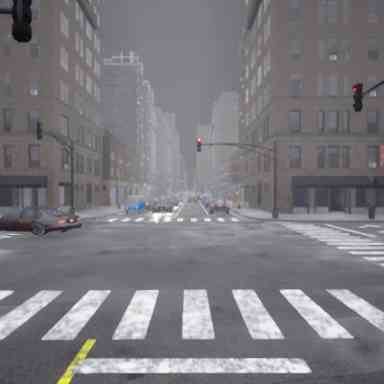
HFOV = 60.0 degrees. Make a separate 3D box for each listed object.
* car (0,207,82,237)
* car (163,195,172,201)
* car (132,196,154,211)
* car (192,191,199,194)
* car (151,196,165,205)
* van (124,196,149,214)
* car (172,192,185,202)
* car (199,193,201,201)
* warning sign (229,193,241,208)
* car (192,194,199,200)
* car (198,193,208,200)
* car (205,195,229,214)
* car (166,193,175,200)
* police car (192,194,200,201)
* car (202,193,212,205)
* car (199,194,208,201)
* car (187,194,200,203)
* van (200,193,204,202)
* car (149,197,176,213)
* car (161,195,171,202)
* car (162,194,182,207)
[{"bbox_3d":[-8.568,1.498,17.601,5.357,1.411,2.033,0,0,15],"label":"car"},{"bbox_3d":[-5.749,1.344,79.274,1.752,1.417,4.829,0,0,0],"label":"car"},{"bbox_3d":[-5.806,1.353,39.766,1.967,1.590,4.097,0,0,0],"label":"car"},{"bbox_3d":[0.102,1.126,73.655,1.882,1.535,5.008,0,0,0],"label":"car"},{"bbox_3d":[-5.782,1.441,56.771,1.947,1.339,4.313,0,0,0],"label":"car"},{"bbox_3d":[-5.815,1.266,34.098,1.690,1.788,3.998,0,0,0],"label":"van"},{"bbox_3d":[-2.906,1.361,68.660,2.128,1.511,4.902,0,0,0],"label":"car"},{"bbox_3d":[2.753,1.387,62.603,1.752,1.417,4.829,0,0,0],"label":"car"},{"bbox_3d":[5.121,1.028,40.077,1.300,1.860,1.060,0,0,0],"label":"warning sign"},{"bbox_3d":[0.912,1.246,90.275,1.801,1.575,5.366,0,0,0],"label":"car"},{"bbox_3d":[2.785,1.118,85.110,2.192,1.841,5.009,0,0,0],"label":"car"},{"bbox_3d":[2.711,1.365,34.088,1.967,1.590,4.097,0,0,0],"label":"car"},{"bbox_3d":[-5.732,1.103,90.780,2.192,1.841,5.009,0,0,0],"label":"car"},{"bbox_3d":[0.908,1.242,80.180,1.930,1.638,5.238,0,0,-1],"label":"police car"},{"bbox_3d":[2.727,1.341,45.426,1.967,1.590,4.097,0,0,0],"label":"car"},{"bbox_3d":[2.777,1.259,79.442,1.967,1.590,4.097,0,0,0],"label":"car"},{"bbox_3d":[0.087,1.460,63.681,1.895,1.301,4.718,0,0,0],"label":"car"},{"bbox_3d":[2.744,1.216,56.764,1.690,1.788,3.998,0,0,0],"label":"van"},{"bbox_3d":[-3.051,1.486,35.360,1.994,1.385,4.181,0,0,0],"label":"car"},{"bbox_3d":[-5.757,1.378,73.775,1.887,1.381,4.507,0,0,0],"label":"car"},{"bbox_3d":[-3.019,1.454,49.874,1.994,1.385,4.181,0,0,0],"label":"car"}]
